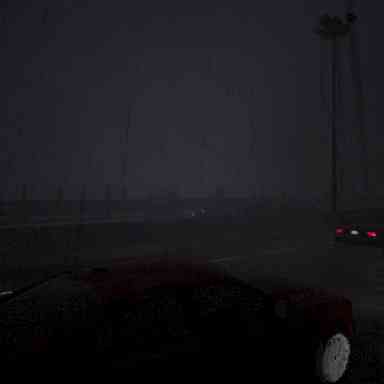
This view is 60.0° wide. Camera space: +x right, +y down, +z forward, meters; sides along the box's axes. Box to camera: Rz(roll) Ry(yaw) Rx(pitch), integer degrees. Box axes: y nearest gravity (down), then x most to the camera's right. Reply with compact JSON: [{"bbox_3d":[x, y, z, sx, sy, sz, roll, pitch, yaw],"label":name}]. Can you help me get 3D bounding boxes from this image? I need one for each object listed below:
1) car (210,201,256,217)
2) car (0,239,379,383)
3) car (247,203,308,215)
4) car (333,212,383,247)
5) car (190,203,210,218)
[{"bbox_3d":[4.017,1.487,24.065,5.008,1.535,1.882,0,0,-36],"label":"car"},{"bbox_3d":[-0.197,1.479,3.611,5.008,1.535,1.882,0,0,-35],"label":"car"},{"bbox_3d":[5.830,1.573,21.059,4.181,1.385,1.994,0,0,-36],"label":"car"},{"bbox_3d":[8.078,1.555,13.817,5.357,1.411,2.033,0,0,-36],"label":"car"},{"bbox_3d":[2.099,1.501,26.997,4.902,1.511,2.128,0,0,-36],"label":"car"}]
